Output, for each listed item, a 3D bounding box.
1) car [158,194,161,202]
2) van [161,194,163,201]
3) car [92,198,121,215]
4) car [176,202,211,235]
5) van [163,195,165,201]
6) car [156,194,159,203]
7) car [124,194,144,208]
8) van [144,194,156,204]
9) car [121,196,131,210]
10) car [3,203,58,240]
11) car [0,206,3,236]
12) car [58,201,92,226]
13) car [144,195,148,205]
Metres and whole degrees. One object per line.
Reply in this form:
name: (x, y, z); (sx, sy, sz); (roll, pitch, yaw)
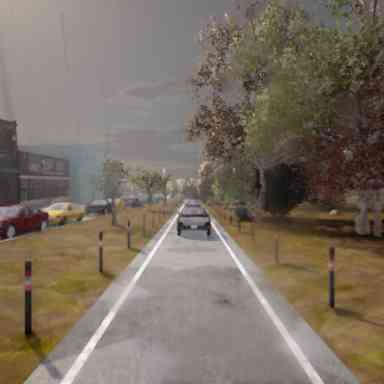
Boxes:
car: (-9.055, 1.779, 77.636); (2.163, 1.488, 4.792); (0, -1, -2)
van: (-9.063, 1.566, 84.150); (1.878, 1.987, 4.442); (0, -1, -2)
car: (-9.017, 1.484, 33.293); (2.097, 1.535, 5.008); (0, 0, 2)
car: (0.106, 1.589, 19.511); (2.128, 1.511, 4.902); (0, 0, 0)
van: (-9.225, 1.630, 94.101); (1.878, 1.987, 4.442); (0, -1, -2)
car: (-9.051, 1.713, 72.126); (2.231, 1.521, 4.892); (0, -1, -2)
car: (-9.030, 1.342, 48.726); (2.435, 2.045, 5.566); (0, 0, 1)
van: (-9.051, 1.471, 66.442); (1.878, 1.987, 4.442); (0, 0, 2)
car: (-9.022, 1.503, 38.841); (2.097, 1.535, 5.008); (0, -1, 2)
car: (-9.002, 1.409, 16.659); (2.097, 1.535, 5.008); (0, -1, 2)
car: (-8.997, 1.380, 11.103); (2.231, 1.521, 4.892); (0, 0, 2)
car: (-9.015, 1.426, 23.040); (1.946, 1.575, 5.366); (0, 0, 2)
car: (-9.037, 1.663, 55.469); (2.002, 1.452, 4.674); (0, 0, 0)
